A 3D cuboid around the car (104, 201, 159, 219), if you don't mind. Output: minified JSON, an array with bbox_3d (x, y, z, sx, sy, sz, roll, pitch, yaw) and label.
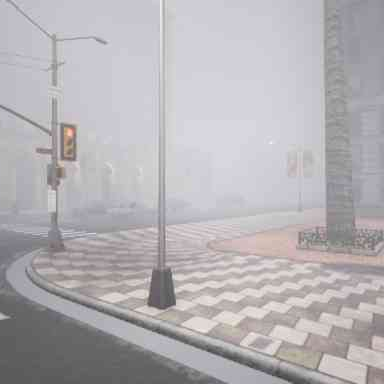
[{"bbox_3d":[-4.868,1.601,28.797,1.895,1.301,4.718,0,0,38],"label":"car"}]

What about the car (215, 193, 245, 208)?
[{"bbox_3d":[5.530,1.220,47.924,2.150,2.045,5.566,0,0,38],"label":"car"}]

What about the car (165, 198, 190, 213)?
[{"bbox_3d":[-2.242,1.505,38.084,1.837,1.490,4.892,0,0,38],"label":"car"}]

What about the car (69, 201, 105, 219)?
[{"bbox_3d":[-8.695,1.526,29.897,1.812,1.442,4.674,0,0,39],"label":"car"}]
